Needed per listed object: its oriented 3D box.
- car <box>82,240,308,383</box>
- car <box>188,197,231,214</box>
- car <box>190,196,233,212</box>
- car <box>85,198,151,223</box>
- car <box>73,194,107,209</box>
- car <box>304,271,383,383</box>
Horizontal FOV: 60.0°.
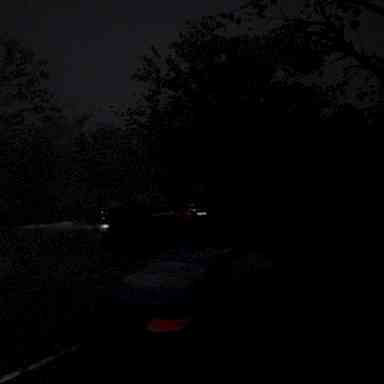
[{"bbox_3d":[0.438,1.525,5.498,2.002,1.452,4.674,0,0,36],"label":"car"},{"bbox_3d":[1.523,1.162,28.873,1.837,1.490,4.892,-3,-1,35],"label":"car"},{"bbox_3d":[2.159,1.281,35.260,2.033,1.411,5.357,-3,-1,35],"label":"car"},{"bbox_3d":[-5.222,1.371,24.813,1.882,1.535,5.008,-3,-1,36],"label":"car"},{"bbox_3d":[-15.290,1.413,50.485,2.150,2.045,5.566,-3,-1,35],"label":"car"},{"bbox_3d":[3.104,1.480,3.594,2.231,1.521,4.892,0,0,35],"label":"car"}]
